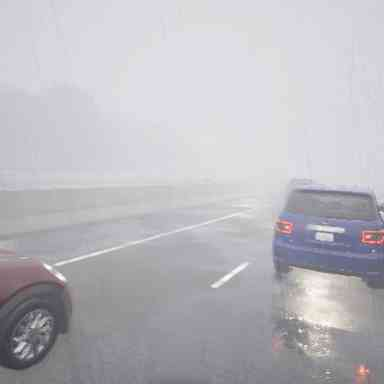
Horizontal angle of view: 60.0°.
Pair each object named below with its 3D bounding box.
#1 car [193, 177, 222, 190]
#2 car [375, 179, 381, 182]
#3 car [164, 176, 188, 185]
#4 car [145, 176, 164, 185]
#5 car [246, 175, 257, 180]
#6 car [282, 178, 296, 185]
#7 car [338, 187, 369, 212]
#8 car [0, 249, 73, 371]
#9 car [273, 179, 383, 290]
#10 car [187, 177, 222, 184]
[{"bbox_3d":[2.065,-1.192,43.641,1.837,1.490,4.892,4,4,28],"label":"car"},{"bbox_3d":[46.892,-1.896,83.067,1.812,1.442,4.674,5,5,28],"label":"car"},{"bbox_3d":[-1.145,-1.383,45.056,2.033,1.411,5.357,4,4,28],"label":"car"},{"bbox_3d":[-4.529,-1.549,46.122,1.895,1.301,4.718,4,4,28],"label":"car"},{"bbox_3d":[14.568,-3.465,81.901,1.812,1.442,4.674,5,5,28],"label":"car"},{"bbox_3d":[21.045,-2.253,71.839,1.837,1.490,4.892,5,4,28],"label":"car"},{"bbox_3d":[12.170,0.455,24.910,1.837,1.490,4.892,4,4,27],"label":"car"},{"bbox_3d":[-3.233,1.002,2.765,2.097,1.767,4.553,4,4,27],"label":"car"},{"bbox_3d":[3.670,0.823,8.510,2.150,2.045,5.566,4,4,27],"label":"car"},{"bbox_3d":[1.831,-0.708,35.689,2.128,1.511,4.902,4,4,28],"label":"car"}]
